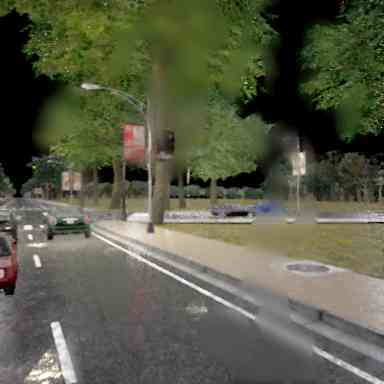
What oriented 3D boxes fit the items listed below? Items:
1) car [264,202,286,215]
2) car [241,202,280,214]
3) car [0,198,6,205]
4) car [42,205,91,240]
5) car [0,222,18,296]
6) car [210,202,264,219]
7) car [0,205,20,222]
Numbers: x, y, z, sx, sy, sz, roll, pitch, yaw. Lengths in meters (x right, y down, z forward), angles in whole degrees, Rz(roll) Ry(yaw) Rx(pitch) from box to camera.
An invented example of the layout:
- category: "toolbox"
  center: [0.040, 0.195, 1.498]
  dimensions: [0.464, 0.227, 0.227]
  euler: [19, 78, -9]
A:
- category: "car"
  center: [8.770, 1.975, 40.112]
  dimensions: [5.008, 1.535, 1.882]
  euler: [0, 0, -4]
- category: "car"
  center: [8.890, 2.051, 43.379]
  dimensions: [4.674, 1.442, 1.812]
  euler: [0, 0, -4]
- category: "car"
  center: [-41.548, 2.169, 70.932]
  dimensions: [2.033, 1.411, 5.357]
  euler: [0, -1, -27]
- category: "car"
  center: [-6.988, 1.510, 18.322]
  dimensions: [2.097, 1.767, 4.553]
  euler: [0, -1, -28]
- category: "car"
  center: [-5.409, 1.675, 8.286]
  dimensions: [1.895, 1.301, 4.718]
  euler: [0, -1, -28]
- category: "car"
  center: [4.258, 1.907, 33.102]
  dimensions: [4.902, 1.511, 2.128]
  euler: [0, 0, -4]
- category: "car"
  center: [-9.836, 1.652, 16.747]
  dimensions: [1.837, 1.490, 4.892]
  euler: [0, -1, -28]
